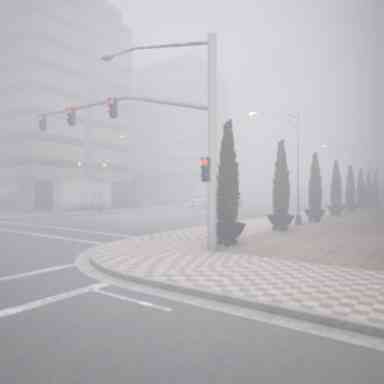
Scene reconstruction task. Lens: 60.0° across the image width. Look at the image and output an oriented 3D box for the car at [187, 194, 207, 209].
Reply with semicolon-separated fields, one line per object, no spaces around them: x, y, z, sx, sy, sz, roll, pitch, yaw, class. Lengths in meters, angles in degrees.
1.615;1.244;45.113;2.150;2.045;5.566;0;0;35;car
